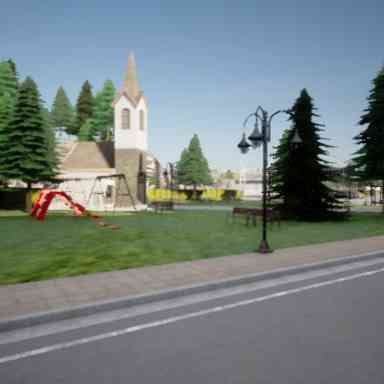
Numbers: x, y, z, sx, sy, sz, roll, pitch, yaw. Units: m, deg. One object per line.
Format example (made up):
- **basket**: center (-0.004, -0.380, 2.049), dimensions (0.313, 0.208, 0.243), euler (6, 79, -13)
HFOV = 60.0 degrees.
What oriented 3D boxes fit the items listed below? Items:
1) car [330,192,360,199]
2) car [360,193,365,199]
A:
- **car**: center (33.218, 0.780, 72.321), dimensions (2.007, 1.523, 4.514), euler (0, 1, -33)
- **car**: center (35.835, 0.767, 74.051), dimensions (2.152, 1.636, 5.027), euler (0, 1, -33)
